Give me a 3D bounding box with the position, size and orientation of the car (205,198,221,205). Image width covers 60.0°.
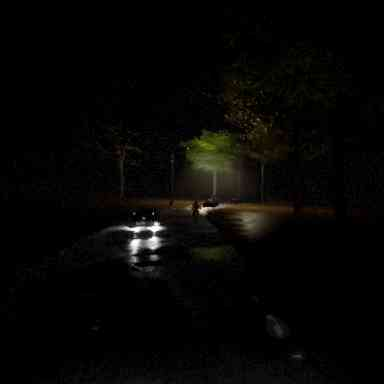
[{"bbox_3d":[4.434,1.933,68.190,1.812,1.442,4.674,0,0,24],"label":"car"}]

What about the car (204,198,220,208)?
[{"bbox_3d":[3.255,1.878,55.191,1.994,1.385,4.181,0,0,15],"label":"car"}]

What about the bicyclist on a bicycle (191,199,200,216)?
[{"bbox_3d":[0.368,1.576,33.691,0.866,1.612,1.509,0,0,3],"label":"bicyclist on a bicycle"}]

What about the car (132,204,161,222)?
[{"bbox_3d":[-3.645,1.699,27.363,1.895,1.301,4.718,0,0,0],"label":"car"}]

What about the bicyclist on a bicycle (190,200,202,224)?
[{"bbox_3d":[0.307,1.479,24.259,0.866,1.612,1.509,1,-1,-2],"label":"bicyclist on a bicycle"}]

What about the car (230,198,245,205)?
[{"bbox_3d":[9.929,1.995,72.698,1.837,1.490,4.892,1,0,30],"label":"car"}]
